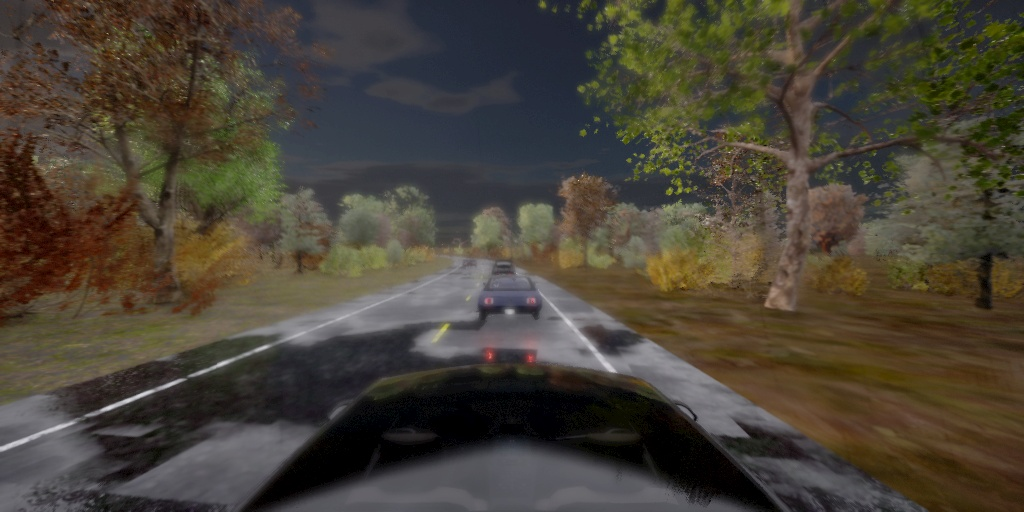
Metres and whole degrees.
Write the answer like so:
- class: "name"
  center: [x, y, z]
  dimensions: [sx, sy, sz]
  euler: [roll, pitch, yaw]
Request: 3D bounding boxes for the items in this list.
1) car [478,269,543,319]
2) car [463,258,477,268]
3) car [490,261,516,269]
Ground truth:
- class: "car"
  center: [-0.085, 1.292, 12.431]
  dimensions: [1.895, 1.301, 4.718]
  euler: [0, 0, -1]
- class: "car"
  center: [-6.121, 0.977, 52.228]
  dimensions: [1.994, 1.385, 4.181]
  euler: [0, 0, -5]
- class: "car"
  center: [-0.707, 1.092, 28.972]
  dimensions: [1.837, 1.490, 4.892]
  euler: [0, 1, -3]
